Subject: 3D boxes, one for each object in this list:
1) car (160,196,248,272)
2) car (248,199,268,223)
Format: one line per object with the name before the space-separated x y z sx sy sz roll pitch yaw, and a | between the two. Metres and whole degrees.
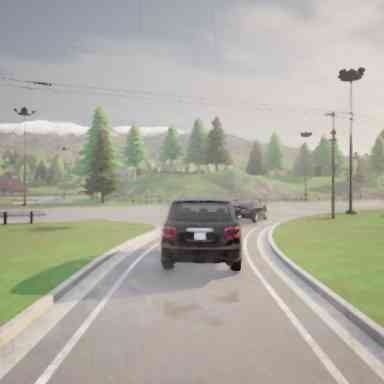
car | 0.386 1.121 10.650 2.150 2.045 5.566 0 1 4
car | 4.021 1.283 23.459 1.837 1.490 4.892 0 1 25
